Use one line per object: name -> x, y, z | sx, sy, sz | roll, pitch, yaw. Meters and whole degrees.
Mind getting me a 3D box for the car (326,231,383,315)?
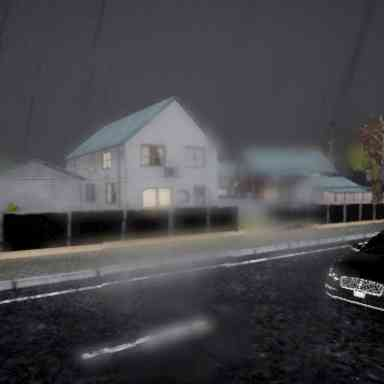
car -> 4.871, 1.553, 7.162 | 4.892, 1.490, 1.837 | 1, -1, -36
